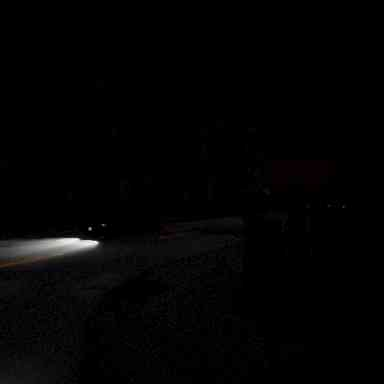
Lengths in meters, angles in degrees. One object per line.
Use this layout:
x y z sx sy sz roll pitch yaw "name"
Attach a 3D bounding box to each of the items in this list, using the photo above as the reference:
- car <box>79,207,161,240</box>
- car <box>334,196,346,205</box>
-3.457 1.472 16.616 1.994 1.385 4.181 1 0 35 "car"
25.973 1.493 58.073 1.812 1.442 4.674 1 0 36 "car"
